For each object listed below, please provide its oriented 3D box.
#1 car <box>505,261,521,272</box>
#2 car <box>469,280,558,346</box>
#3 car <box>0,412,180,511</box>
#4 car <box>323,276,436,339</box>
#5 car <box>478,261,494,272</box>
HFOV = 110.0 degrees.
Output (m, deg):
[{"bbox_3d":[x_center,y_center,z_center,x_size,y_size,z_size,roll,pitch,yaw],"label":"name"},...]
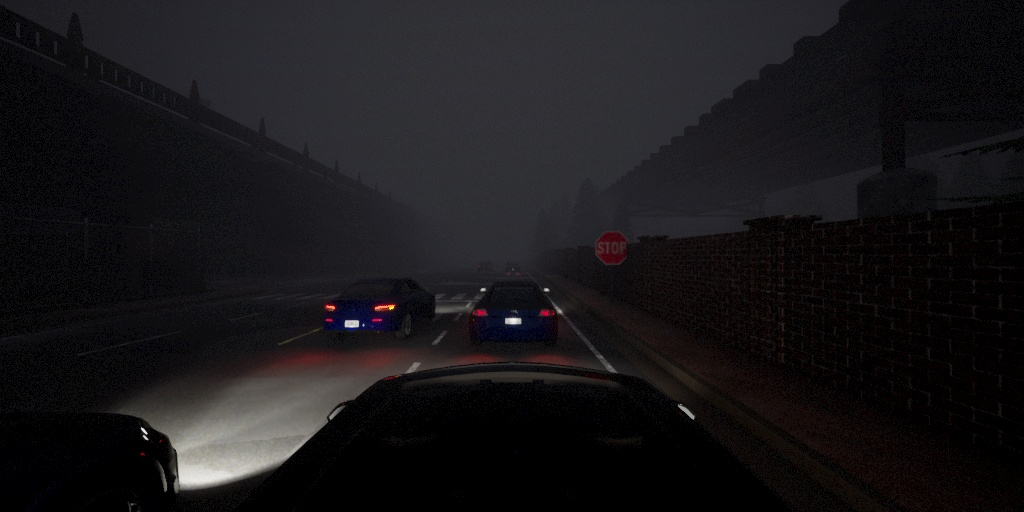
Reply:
[{"bbox_3d":[0.109,1.351,46.211,1.895,1.301,4.718,0,0,-1],"label":"car"},{"bbox_3d":[0.070,1.314,9.407,1.994,1.385,4.181,0,0,1],"label":"car"},{"bbox_3d":[-3.399,1.314,0.835,1.994,1.385,4.181,0,0,0],"label":"car"},{"bbox_3d":[-3.411,1.276,9.930,1.812,1.442,4.674,0,0,0],"label":"car"},{"bbox_3d":[-3.386,1.297,46.015,2.033,1.411,5.357,0,0,-1],"label":"car"}]
